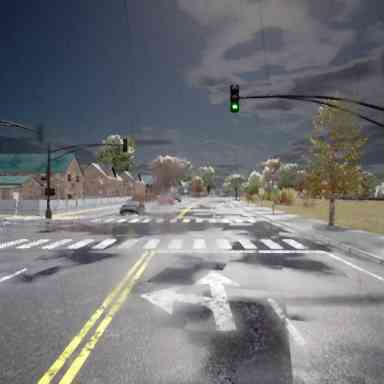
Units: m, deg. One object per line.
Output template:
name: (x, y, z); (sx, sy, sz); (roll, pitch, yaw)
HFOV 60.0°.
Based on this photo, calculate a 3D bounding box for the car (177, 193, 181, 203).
car: (-3.639, 1.335, 73.413); (2.150, 2.045, 5.566); (0, 0, 5)

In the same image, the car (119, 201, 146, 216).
car: (-5.913, 1.581, 33.672); (2.033, 1.411, 5.357); (0, 0, 2)

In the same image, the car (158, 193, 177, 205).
car: (-4.614, 1.326, 59.778); (2.150, 2.045, 5.566); (0, 0, 4)
